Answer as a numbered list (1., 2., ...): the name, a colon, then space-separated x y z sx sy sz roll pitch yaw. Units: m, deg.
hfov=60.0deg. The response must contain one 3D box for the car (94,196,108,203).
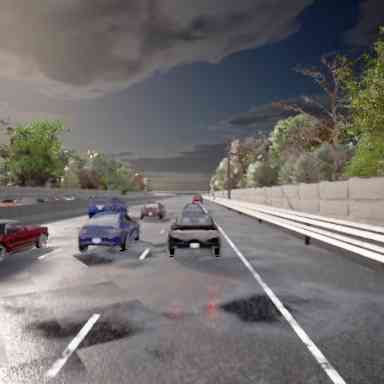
1. car: -21.014 1.691 77.046 1.837 1.490 4.892 0 0 0

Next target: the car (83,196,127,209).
1. car: -6.910 1.325 27.661 2.150 2.045 5.566 0 0 0

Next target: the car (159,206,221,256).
1. car: 0.090 1.536 13.279 2.128 1.511 4.902 0 0 0

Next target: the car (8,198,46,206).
1. car: -17.596 1.493 36.410 2.097 1.767 4.553 0 0 0

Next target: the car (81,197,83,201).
1. car: -24.514 1.639 77.454 1.812 1.442 4.674 0 0 0

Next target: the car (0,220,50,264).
1. car: -6.910 1.641 11.847 1.895 1.301 4.718 0 0 0

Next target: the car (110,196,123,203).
1. car: -17.514 1.669 77.046 1.882 1.535 5.008 0 0 0

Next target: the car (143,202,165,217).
1. car: -3.411 1.637 29.602 1.812 1.442 4.674 0 0 0

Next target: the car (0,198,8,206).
1. car: -21.096 1.493 36.363 2.097 1.767 4.553 0 0 0

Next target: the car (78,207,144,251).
1. car: -3.407 1.574 14.194 1.812 1.442 4.674 0 0 0

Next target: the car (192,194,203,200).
1. car: 1.211 1.537 72.563 2.150 2.045 5.566 0 0 0

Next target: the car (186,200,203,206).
1. car: 0.088 1.673 29.079 1.994 1.385 4.181 0 0 0
